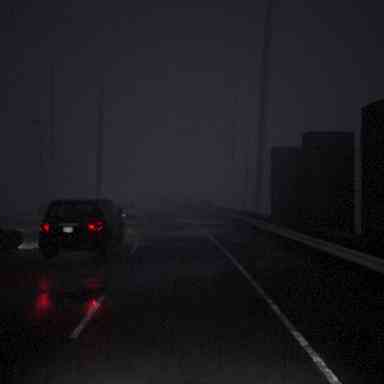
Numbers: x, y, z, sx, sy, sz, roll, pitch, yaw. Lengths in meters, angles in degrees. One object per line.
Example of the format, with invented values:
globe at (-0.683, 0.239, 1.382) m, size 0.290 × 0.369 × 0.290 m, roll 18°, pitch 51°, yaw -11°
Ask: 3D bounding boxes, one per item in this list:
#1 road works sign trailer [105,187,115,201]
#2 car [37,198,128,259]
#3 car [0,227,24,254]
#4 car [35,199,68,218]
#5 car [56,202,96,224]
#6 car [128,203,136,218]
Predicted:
road works sign trailer at (-22.141, 0.580, 89.212) m, size 2.380 × 3.560 × 2.880 m, roll 0°, pitch 0°, yaw -29°
car at (-4.018, 1.242, 12.937) m, size 2.150 × 2.045 × 5.566 m, roll 0°, pitch 0°, yaw -4°
car at (-7.351, 1.569, 10.527) m, size 2.033 × 1.411 × 5.357 m, roll 0°, pitch 0°, yaw -3°
car at (-13.607, 1.528, 32.512) m, size 1.882 × 1.535 × 5.008 m, roll 0°, pitch 0°, yaw -10°
car at (-9.014, 1.586, 26.317) m, size 2.033 × 1.411 × 5.357 m, roll 0°, pitch 0°, yaw -8°
car at (-6.053, 1.638, 30.033) m, size 1.895 × 1.301 × 4.718 m, roll 0°, pitch 0°, yaw -9°
